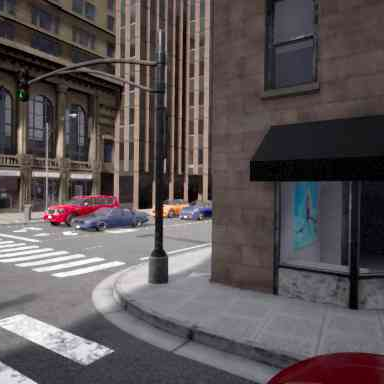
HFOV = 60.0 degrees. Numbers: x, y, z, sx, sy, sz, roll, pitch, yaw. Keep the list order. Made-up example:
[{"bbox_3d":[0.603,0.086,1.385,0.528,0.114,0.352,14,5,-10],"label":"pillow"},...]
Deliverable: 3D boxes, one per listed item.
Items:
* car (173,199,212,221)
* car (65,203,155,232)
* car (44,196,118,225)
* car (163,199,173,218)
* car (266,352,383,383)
[{"bbox_3d":[0.742,1.552,30.013,2.097,1.767,4.553,1,0,35],"label":"car"},{"bbox_3d":[-5.136,1.659,21.632,2.033,1.411,5.357,1,0,35],"label":"car"},{"bbox_3d":[-7.600,1.290,23.772,2.150,2.045,5.566,1,0,35],"label":"car"},{"bbox_3d":[-1.897,1.505,31.910,2.097,1.767,4.553,1,0,35],"label":"car"},{"bbox_3d":[2.359,1.545,1.291,4.507,1.381,1.887,0,1,35],"label":"car"}]
